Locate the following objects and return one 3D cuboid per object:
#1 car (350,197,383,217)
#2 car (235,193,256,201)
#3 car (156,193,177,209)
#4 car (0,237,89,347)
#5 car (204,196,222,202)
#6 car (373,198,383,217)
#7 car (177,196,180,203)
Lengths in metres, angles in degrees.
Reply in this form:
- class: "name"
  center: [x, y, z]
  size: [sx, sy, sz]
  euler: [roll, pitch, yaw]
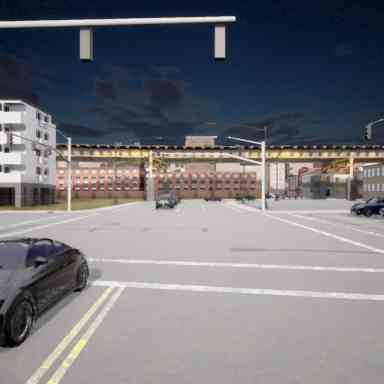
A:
- class: "car"
  center: [16.593, 1.231, 29.582]
  size: [4.553, 1.767, 2.097]
  euler: [-1, 0, 1]
- class: "car"
  center: [13.436, 1.225, 84.038]
  size: [5.566, 2.045, 2.150]
  euler: [0, 0, -24]
- class: "car"
  center: [-3.631, 1.221, 45.559]
  size: [2.150, 2.045, 5.566]
  euler: [0, 0, 1]
- class: "car"
  center: [-3.461, 1.565, 6.173]
  size: [1.994, 1.385, 4.181]
  euler: [0, 0, 2]
- class: "car"
  center: [5.021, 1.540, 77.755]
  size: [2.033, 1.411, 5.357]
  euler: [0, 0, 39]
- class: "car"
  center: [17.284, 1.393, 26.086]
  size: [4.674, 1.442, 1.812]
  euler: [-1, 0, 1]
- class: "car"
  center: [-3.642, 1.221, 55.962]
  size: [2.150, 2.045, 5.566]
  euler: [0, 0, 0]
